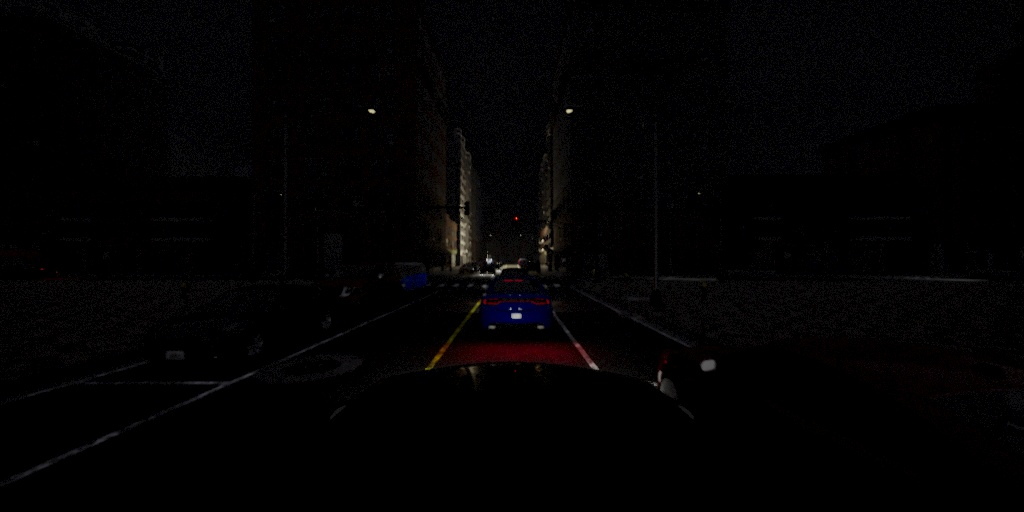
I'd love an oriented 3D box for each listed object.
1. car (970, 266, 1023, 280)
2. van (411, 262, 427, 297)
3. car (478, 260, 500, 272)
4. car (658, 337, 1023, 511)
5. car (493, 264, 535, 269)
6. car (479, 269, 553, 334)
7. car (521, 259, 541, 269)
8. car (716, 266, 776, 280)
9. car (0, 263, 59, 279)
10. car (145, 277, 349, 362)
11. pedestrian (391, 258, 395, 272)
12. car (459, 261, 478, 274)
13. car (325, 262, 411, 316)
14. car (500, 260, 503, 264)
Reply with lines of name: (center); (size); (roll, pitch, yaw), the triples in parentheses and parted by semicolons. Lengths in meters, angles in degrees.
car: (46.365, 1.590, 33.649); (4.718, 1.301, 1.895); (0, 0, 2)
van: (-5.853, 1.233, 19.692); (1.690, 1.789, 3.998); (0, 0, 0)
car: (-3.087, 1.597, 47.087); (2.033, 1.411, 5.357); (0, 0, 0)
car: (2.669, 1.303, 2.744); (1.888, 1.381, 4.507); (0, 0, 0)
car: (0.101, 1.400, 20.147); (1.837, 1.490, 4.892); (0, 0, 0)
car: (0.102, 1.302, 10.948); (1.882, 1.535, 5.008); (0, -1, 0)
car: (2.679, 1.362, 46.680); (2.192, 1.841, 5.009); (0, 0, 0)
car: (22.169, 1.571, 34.092); (4.718, 1.301, 1.895); (0, 0, 1)
car: (-47.546, 1.456, 35.122); (4.902, 1.511, 2.128); (0, 0, 1)
car: (-5.856, 1.370, 8.411); (1.948, 1.339, 4.313); (0, 0, 0)
pedestrian: (-12.543, 1.135, 37.668); (0.375, 1.860, 0.375); (0, 0, 1)
car: (-5.848, 1.574, 46.540); (1.751, 1.417, 4.829); (0, 0, 0)
car: (-5.854, 1.164, 14.051); (2.192, 1.841, 5.009); (0, 0, 0)
car: (-3.045, 1.731, 62.023); (1.895, 1.301, 4.718); (0, 0, 0)
